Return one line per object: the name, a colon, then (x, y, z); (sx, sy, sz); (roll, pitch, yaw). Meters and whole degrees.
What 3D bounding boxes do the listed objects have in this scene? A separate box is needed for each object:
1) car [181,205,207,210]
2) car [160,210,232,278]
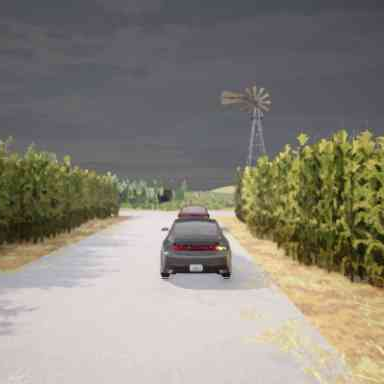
car: (0.099, 1.473, 19.630); (1.882, 1.535, 5.008); (0, 0, 0)
car: (0.100, 1.521, 10.163); (1.837, 1.490, 4.892); (0, 0, 0)
